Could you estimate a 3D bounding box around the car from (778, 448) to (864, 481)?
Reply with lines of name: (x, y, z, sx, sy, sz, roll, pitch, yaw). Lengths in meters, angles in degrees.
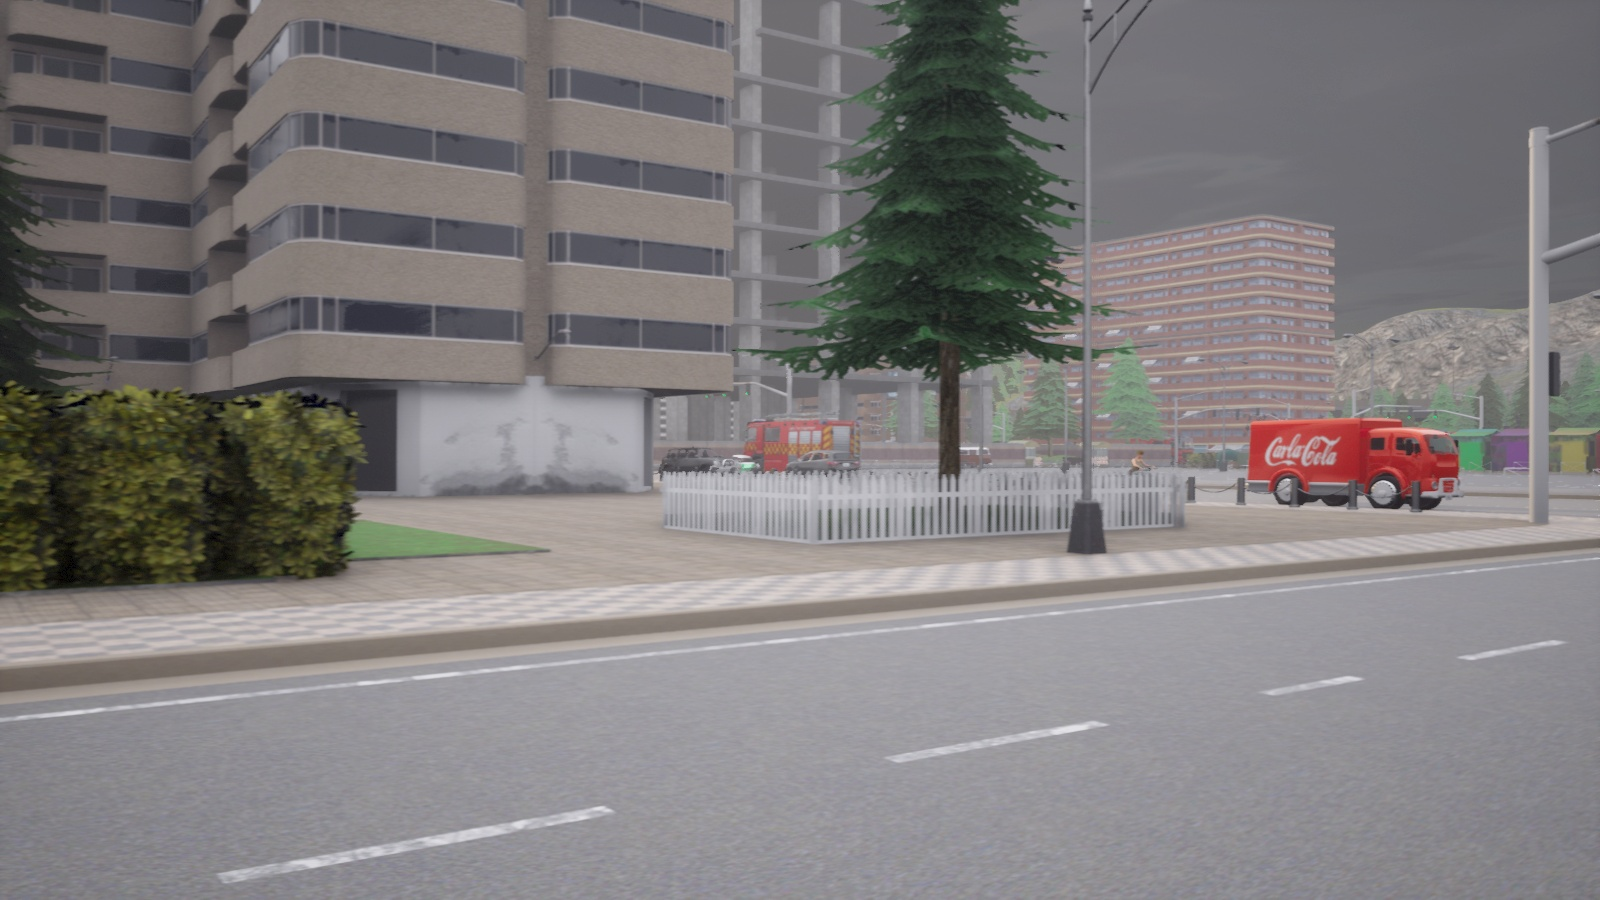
car: (1.077, 0.750, 66.440, 2.242, 1.667, 4.611, 0, 0, -35)

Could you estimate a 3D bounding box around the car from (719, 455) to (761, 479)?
car: (-3.494, 0.986, 72.963, 1.481, 1.376, 2.207, 0, 0, -35)

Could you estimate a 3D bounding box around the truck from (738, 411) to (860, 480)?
truck: (-0.197, -0.237, 74.357, 2.891, 3.827, 8.468, 0, 0, -35)

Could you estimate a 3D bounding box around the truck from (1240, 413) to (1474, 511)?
truck: (15.069, 0.310, 34.252, 2.627, 2.467, 5.204, 0, 0, -35)

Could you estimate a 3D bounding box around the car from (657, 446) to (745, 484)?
car: (-5.081, 0.729, 64.058, 4.605, 1.855, 1.932, 0, 0, 44)
